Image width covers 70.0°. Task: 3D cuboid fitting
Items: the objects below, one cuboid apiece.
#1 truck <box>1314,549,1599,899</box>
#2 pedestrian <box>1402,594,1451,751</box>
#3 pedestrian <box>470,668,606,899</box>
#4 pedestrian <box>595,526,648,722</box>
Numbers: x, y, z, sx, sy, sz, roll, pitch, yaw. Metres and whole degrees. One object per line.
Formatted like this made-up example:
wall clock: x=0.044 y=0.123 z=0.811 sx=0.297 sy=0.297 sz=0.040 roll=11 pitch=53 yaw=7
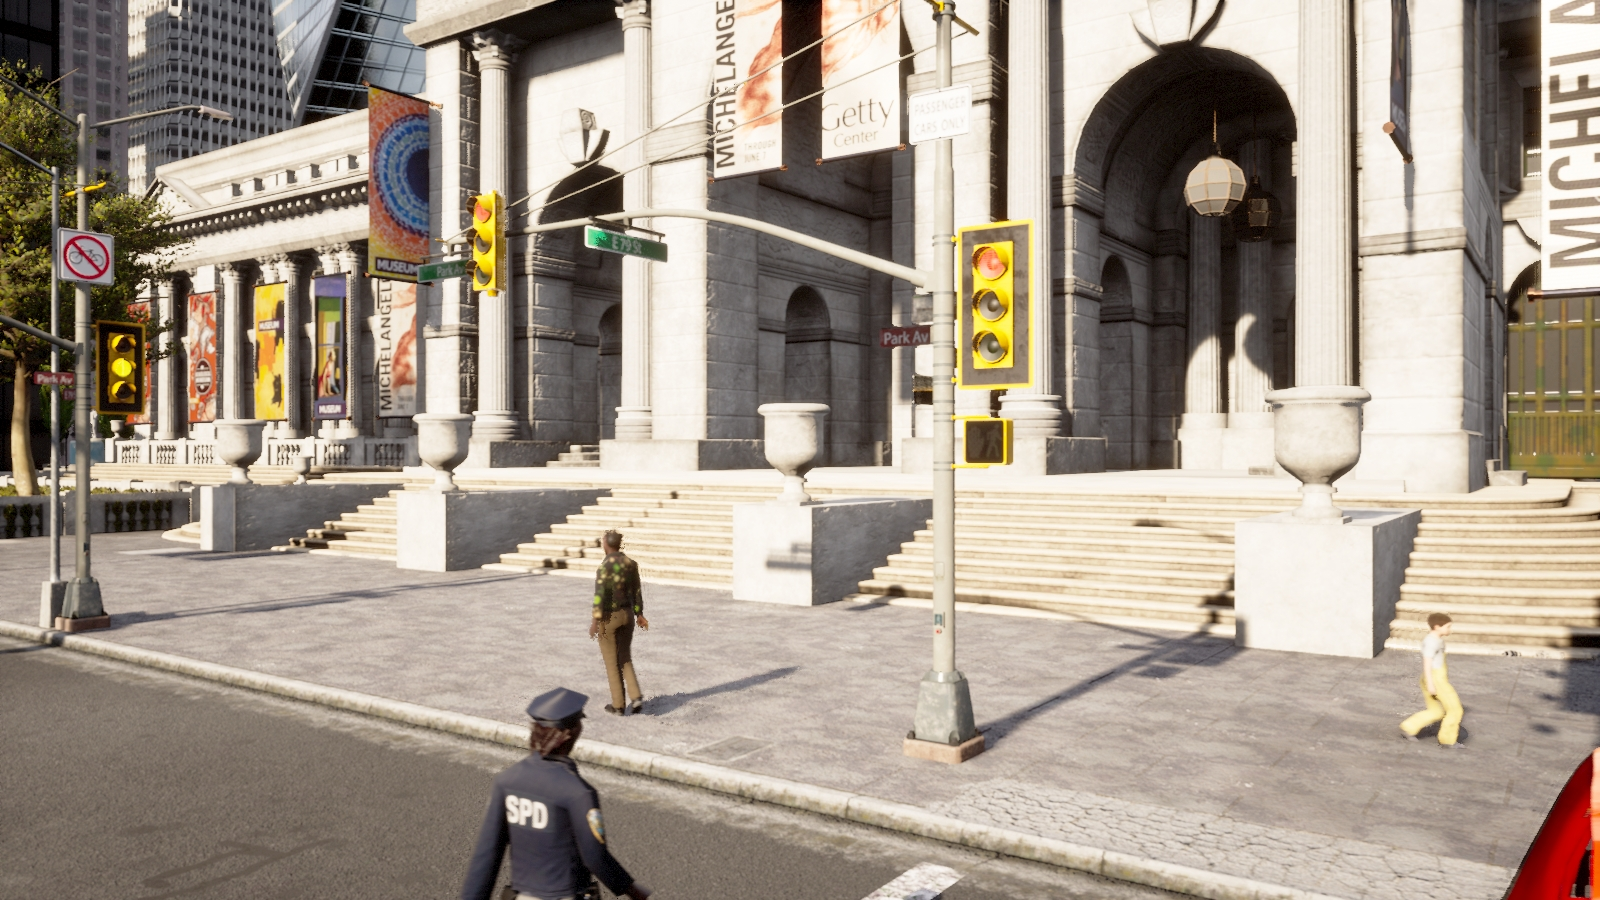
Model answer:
truck: x=3.629 y=1.569 z=1.240 sx=5.204 sy=2.467 sz=2.627 roll=0 pitch=0 yaw=35
pedestrian: x=5.615 y=1.977 z=10.243 sx=0.375 sy=1.300 sz=0.375 roll=0 pitch=0 yaw=29
pedestrian: x=-1.045 y=1.850 z=4.568 sx=0.375 sy=1.860 sz=0.375 roll=0 pitch=0 yaw=34
pedestrian: x=-1.766 y=1.699 z=11.311 sx=0.375 sy=1.860 sz=0.375 roll=0 pitch=0 yaw=44
